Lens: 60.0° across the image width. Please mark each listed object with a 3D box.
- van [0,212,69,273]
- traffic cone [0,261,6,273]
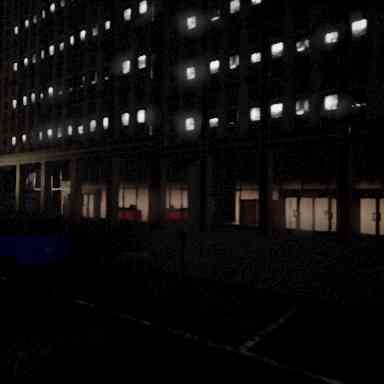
[{"bbox_3d":[-5.944,1.599,11.441,3.998,1.788,1.690,-1,-1,37],"label":"van"},{"bbox_3d":[-5.998,2.184,10.269,0.340,0.580,0.340,-1,-2,37],"label":"traffic cone"}]
